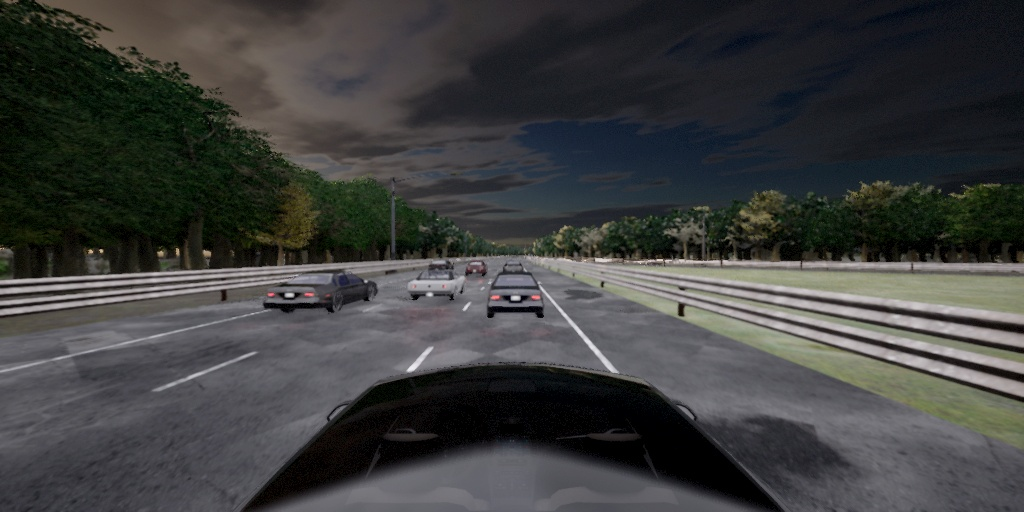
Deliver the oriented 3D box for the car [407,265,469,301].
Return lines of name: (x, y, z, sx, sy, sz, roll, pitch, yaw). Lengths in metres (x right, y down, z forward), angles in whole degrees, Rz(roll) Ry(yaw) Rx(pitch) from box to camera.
car: (-3.397, 1.297, 17.054, 1.895, 1.301, 4.718, 0, 0, 0)

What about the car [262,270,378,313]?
car: (-6.898, 1.255, 13.629, 2.033, 1.411, 5.357, 0, 0, 0)

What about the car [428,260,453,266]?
car: (-6.904, 1.092, 35.258, 1.882, 1.535, 5.008, 0, 0, 0)

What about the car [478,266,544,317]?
car: (0.103, 1.257, 12.882, 2.033, 1.411, 5.357, 0, 0, 0)

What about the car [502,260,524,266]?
car: (0.103, 1.141, 33.629, 2.128, 1.511, 4.902, 0, 0, 0)

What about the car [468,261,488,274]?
car: (-3.381, 1.155, 34.757, 1.812, 1.442, 4.674, 2, 0, 0)
